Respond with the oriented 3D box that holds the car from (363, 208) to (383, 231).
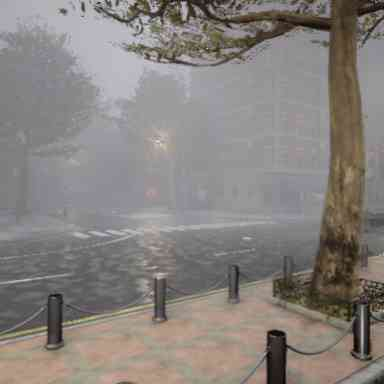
[{"bbox_3d":[11.453,1.754,21.983,4.718,1.301,1.895,0,0,-35],"label":"car"}]
